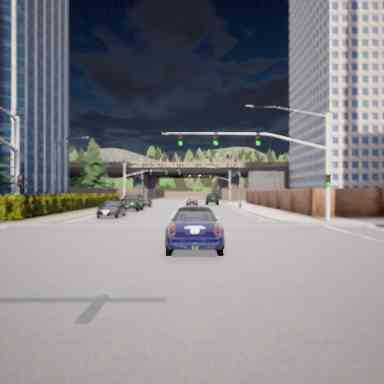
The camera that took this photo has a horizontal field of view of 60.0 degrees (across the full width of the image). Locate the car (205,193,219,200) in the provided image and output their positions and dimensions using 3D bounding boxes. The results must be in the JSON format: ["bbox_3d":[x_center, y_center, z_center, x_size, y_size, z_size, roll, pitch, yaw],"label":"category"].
[{"bbox_3d":[3.492,1.225,57.638,2.150,2.045,5.566,0,0,0],"label":"car"}]

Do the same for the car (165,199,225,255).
[{"bbox_3d":[0.098,1.353,13.461,2.097,1.767,4.553,0,0,0],"label":"car"}]

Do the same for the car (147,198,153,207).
[{"bbox_3d":[-7.007,1.568,49.424,1.994,1.385,4.181,0,0,0],"label":"car"}]

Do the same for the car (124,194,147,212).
[{"bbox_3d":[-7.078,1.225,39.559,2.150,2.045,5.566,0,0,0],"label":"car"}]

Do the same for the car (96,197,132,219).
[{"bbox_3d":[-7.100,1.494,29.691,2.128,1.511,4.902,0,0,0],"label":"car"}]
